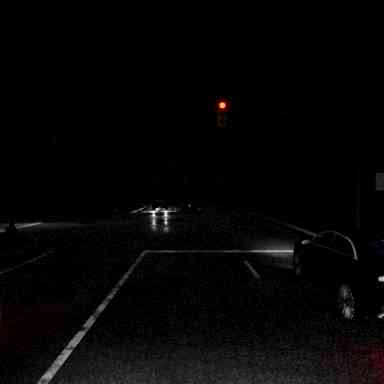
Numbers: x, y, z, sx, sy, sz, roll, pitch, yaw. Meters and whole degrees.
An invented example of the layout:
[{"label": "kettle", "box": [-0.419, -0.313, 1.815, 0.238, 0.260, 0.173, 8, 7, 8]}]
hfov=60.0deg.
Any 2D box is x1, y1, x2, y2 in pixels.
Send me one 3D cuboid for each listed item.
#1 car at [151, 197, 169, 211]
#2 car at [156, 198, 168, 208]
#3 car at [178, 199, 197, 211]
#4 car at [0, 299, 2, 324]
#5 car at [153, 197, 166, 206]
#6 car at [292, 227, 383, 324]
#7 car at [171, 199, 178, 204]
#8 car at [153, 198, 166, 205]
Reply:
[{"label": "car", "box": [-4.071, 1.596, 42.803, 1.812, 1.442, 4.674, 0, -1, -3]}, {"label": "car", "box": [-4.751, 1.720, 51.921, 1.812, 1.442, 4.674, 0, -1, -6]}, {"label": "car", "box": [-0.377, 1.621, 41.761, 1.994, 1.385, 4.181, 0, -1, -2]}, {"label": "car", "box": [-3.522, 1.601, 2.238, 1.895, 1.301, 4.718, 0, 0, 1]}, {"label": "car", "box": [-6.101, 1.754, 61.995, 2.097, 1.767, 4.553, 0, -1, -10]}, {"label": "car", "box": [3.583, 1.492, 7.098, 2.128, 1.511, 4.902, 0, 0, 1]}, {"label": "car", "box": [-3.554, 2.371, 80.445, 1.895, 1.301, 4.718, 0, -1, -22]}, {"label": "car", "box": [-8.028, 2.327, 82.406, 1.882, 1.535, 5.008, 0, -1, -22]}]
